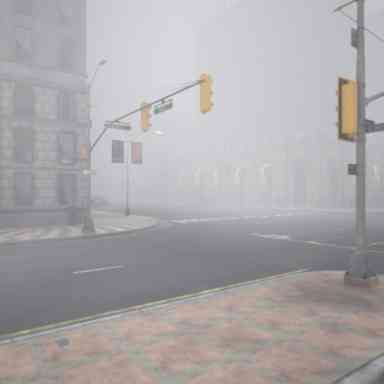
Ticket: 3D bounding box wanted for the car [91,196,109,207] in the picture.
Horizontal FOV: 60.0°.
[{"bbox_3d":[-14.066,1.338,49.742,2.097,1.767,4.553,0,0,-35],"label":"car"}]
